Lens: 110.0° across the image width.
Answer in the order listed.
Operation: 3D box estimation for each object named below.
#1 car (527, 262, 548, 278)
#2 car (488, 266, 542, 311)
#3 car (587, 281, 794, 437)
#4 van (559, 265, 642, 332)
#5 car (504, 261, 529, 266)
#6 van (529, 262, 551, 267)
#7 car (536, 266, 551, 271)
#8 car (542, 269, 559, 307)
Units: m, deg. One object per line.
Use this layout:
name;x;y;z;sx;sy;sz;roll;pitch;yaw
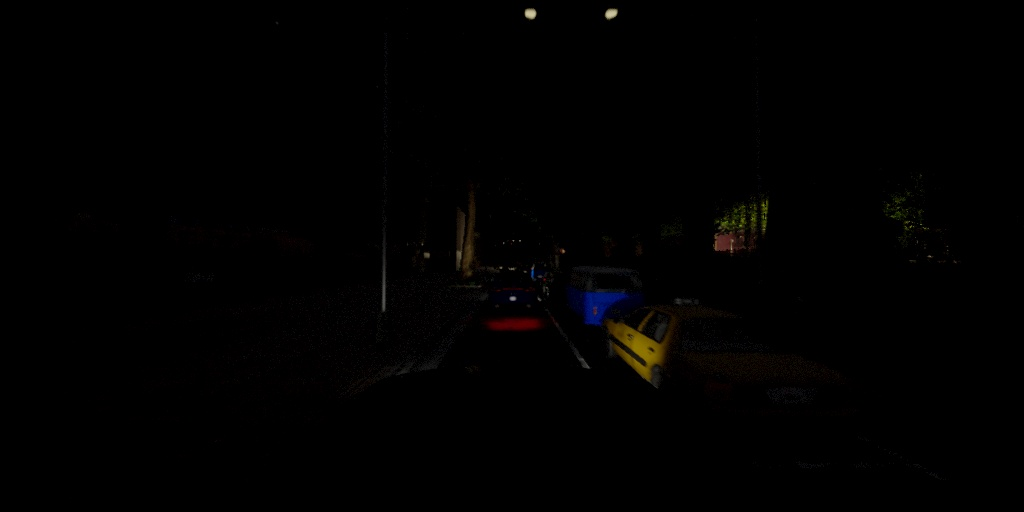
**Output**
car;2.993;1.620;43.037;2.097;1.767;4.553;0;-1;0
car;0.055;1.390;15.374;1.882;1.535;5.008;0;0;0
car;2.640;1.320;5.705;1.751;1.417;4.829;0;0;0
van;2.640;1.200;10.983;1.690;1.789;3.998;0;0;0
car;0.047;1.436;29.143;2.097;1.767;4.553;0;-1;0
van;2.642;1.473;32.779;1.690;1.789;3.998;0;0;0
car;2.641;1.543;21.881;2.007;1.370;4.403;0;0;0
car;2.641;1.491;16.432;1.948;1.339;4.313;0;0;0
